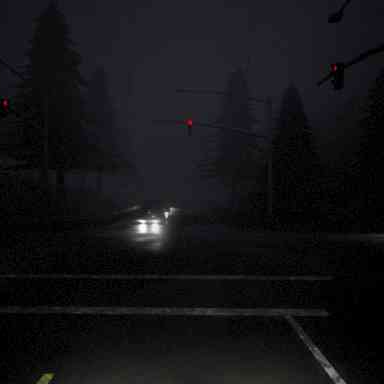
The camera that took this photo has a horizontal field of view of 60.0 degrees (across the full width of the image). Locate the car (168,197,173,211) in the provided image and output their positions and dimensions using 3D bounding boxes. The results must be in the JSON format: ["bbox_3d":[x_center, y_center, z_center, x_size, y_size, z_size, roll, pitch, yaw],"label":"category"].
[{"bbox_3d":[-3.663,1.478,40.235,1.882,1.535,5.008,0,0,0],"label":"car"}]

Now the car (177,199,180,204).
[{"bbox_3d":[-4.122,1.564,61.576,1.994,1.385,4.181,0,0,-39],"label":"car"}]

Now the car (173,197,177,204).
[{"bbox_3d":[-3.955,1.491,50.385,2.128,1.511,4.902,0,0,-7],"label":"car"}]

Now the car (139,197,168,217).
[{"bbox_3d":[-3.664,1.491,30.732,2.128,1.511,4.902,0,0,0],"label":"car"}]
